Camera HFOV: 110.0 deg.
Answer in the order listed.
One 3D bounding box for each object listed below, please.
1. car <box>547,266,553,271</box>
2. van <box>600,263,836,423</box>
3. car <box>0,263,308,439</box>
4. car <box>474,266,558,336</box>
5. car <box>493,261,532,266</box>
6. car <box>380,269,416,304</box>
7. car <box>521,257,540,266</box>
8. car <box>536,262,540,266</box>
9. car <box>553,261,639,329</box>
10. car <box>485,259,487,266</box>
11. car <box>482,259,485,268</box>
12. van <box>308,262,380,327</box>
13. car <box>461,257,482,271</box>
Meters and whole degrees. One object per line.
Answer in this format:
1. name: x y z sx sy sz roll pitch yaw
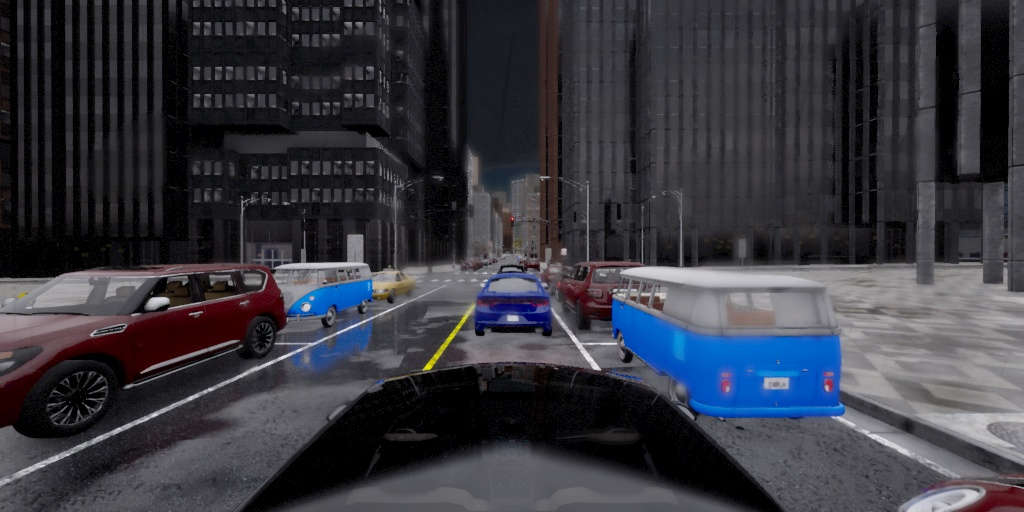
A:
1. car: 2.762 1.301 16.641 2.007 1.370 4.403 0 0 0
2. van: 2.766 1.091 5.590 1.690 1.789 3.998 0 0 0
3. car: -5.766 1.064 5.602 2.192 1.841 5.009 0 0 0
4. car: 0.057 1.228 10.403 1.882 1.535 5.008 0 0 1
5. car: -0.002 1.257 20.774 1.837 1.490 4.892 0 0 0
6. car: -5.765 1.276 16.481 1.751 1.417 4.829 0 0 0
7. car: 2.756 1.084 49.206 2.192 1.841 5.009 0 0 0
8. car: 2.760 1.297 22.166 1.888 1.381 4.507 0 0 0
9. car: 2.764 1.064 11.115 2.192 1.841 5.009 0 0 0
10. car: -5.771 1.348 60.501 1.948 1.339 4.313 0 0 0
11. car: -5.770 1.090 54.858 2.192 1.841 5.009 0 0 0
12. van: -5.766 1.091 11.127 1.690 1.789 3.998 0 0 0
13. car: -5.769 1.084 49.215 2.192 1.841 5.009 0 0 0
